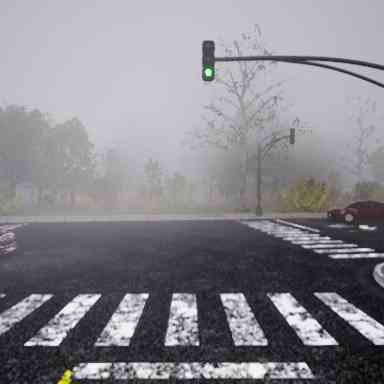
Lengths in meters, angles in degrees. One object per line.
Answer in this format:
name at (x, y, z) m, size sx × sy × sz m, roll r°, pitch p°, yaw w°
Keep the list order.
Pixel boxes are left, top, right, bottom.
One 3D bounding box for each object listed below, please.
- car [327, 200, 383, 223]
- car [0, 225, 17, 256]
car at (12.563, 1.385, 24.690) m, size 5.008 × 1.535 × 1.882 m, roll -1°, pitch 1°, yaw -9°
car at (-8.768, 1.475, 11.728) m, size 4.553 × 1.767 × 2.097 m, roll 0°, pitch 1°, yaw -7°
